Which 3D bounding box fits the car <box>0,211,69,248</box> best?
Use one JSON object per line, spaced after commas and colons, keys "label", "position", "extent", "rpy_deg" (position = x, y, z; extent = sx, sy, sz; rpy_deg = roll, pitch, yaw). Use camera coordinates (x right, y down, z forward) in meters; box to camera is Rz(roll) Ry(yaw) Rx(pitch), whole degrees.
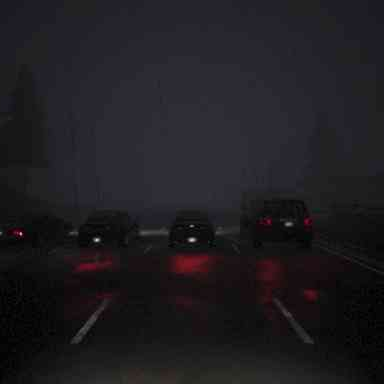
{"label": "car", "position": [-7.000, 1.560, 14.665], "extent": [2.033, 1.411, 5.357], "rpy_deg": [0, 0, 0]}

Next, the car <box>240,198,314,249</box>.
{"label": "car", "position": [3.500, 1.255, 14.695], "extent": [2.150, 2.045, 5.566], "rpy_deg": [0, 0, 0]}

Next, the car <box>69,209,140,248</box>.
{"label": "car", "position": [-3.500, 1.513, 14.665], "extent": [1.837, 1.490, 4.892], "rpy_deg": [0, 0, 0]}

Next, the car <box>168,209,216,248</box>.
{"label": "car", "position": [0.000, 1.513, 14.665], "extent": [1.837, 1.490, 4.892], "rpy_deg": [0, 0, 0]}
